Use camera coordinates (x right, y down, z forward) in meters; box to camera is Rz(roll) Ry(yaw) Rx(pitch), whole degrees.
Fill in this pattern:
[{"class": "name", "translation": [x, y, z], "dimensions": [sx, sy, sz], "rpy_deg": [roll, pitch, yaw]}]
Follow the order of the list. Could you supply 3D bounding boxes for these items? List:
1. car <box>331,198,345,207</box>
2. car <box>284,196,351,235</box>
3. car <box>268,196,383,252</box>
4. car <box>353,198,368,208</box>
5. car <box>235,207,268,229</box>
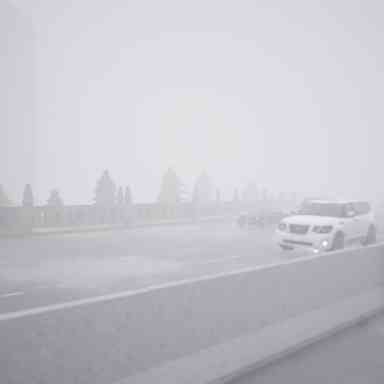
[{"class": "car", "translation": [25.615, 1.851, 58.442], "dimensions": [2.033, 1.411, 5.357], "rpy_deg": [0, 0, 23]}, {"class": "car", "translation": [8.084, 1.332, 21.054], "dimensions": [2.150, 2.045, 5.566], "rpy_deg": [0, 0, 42]}, {"class": "car", "translation": [5.662, 1.294, 13.560], "dimensions": [5.566, 2.045, 2.150], "rpy_deg": [0, 0, -44]}, {"class": "car", "translation": [28.515, 1.769, 56.336], "dimensions": [1.882, 1.535, 5.008], "rpy_deg": [0, 0, 23]}, {"class": "car", "translation": [4.978, 1.723, 22.827], "dimensions": [1.895, 1.301, 4.718], "rpy_deg": [0, 0, 42]}]
